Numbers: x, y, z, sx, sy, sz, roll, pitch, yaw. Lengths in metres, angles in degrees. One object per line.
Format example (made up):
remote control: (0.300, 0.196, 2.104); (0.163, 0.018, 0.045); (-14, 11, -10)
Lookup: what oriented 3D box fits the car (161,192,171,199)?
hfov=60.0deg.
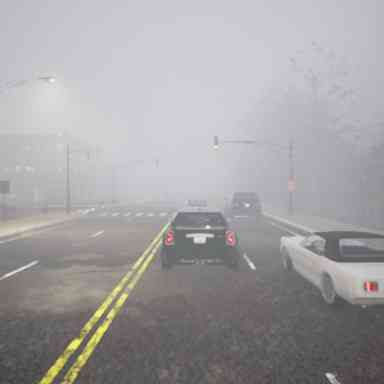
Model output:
car: (-5.575, 0.717, 72.450); (1.837, 1.490, 4.892); (0, 1, 1)

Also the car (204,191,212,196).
car: (4.443, 0.358, 93.603); (2.033, 1.411, 5.357); (0, 1, 1)

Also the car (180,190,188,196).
car: (-2.128, 0.203, 87.848); (2.033, 1.411, 5.357); (0, 1, 1)

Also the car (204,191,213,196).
car: (4.310, 0.571, 83.187); (1.882, 1.535, 5.008); (0, 1, 1)

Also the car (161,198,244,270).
car: (0.241, 1.237, 10.732); (2.097, 1.767, 4.553); (0, 1, 1)

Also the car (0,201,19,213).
car: (-19.534, 1.460, 33.058); (4.313, 1.339, 1.947); (-1, 2, 1)

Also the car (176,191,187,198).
car: (-2.325, 0.573, 72.437); (2.097, 1.767, 4.553); (0, 1, 1)

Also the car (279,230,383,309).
car: (3.452, 1.519, 7.589); (1.895, 1.301, 4.718); (0, 1, 0)

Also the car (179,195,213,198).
car: (0.345, 1.228, 24.568); (2.128, 1.511, 4.902); (0, 1, 0)

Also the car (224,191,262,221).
car: (3.666, 0.959, 24.525); (2.150, 2.045, 5.566); (0, 1, 1)

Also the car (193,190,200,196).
car: (1.193, 0.318, 93.644); (1.837, 1.490, 4.892); (0, 1, 1)

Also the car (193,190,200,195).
car: (1.066, 0.612, 83.644); (1.812, 1.442, 4.674); (0, 1, 1)
